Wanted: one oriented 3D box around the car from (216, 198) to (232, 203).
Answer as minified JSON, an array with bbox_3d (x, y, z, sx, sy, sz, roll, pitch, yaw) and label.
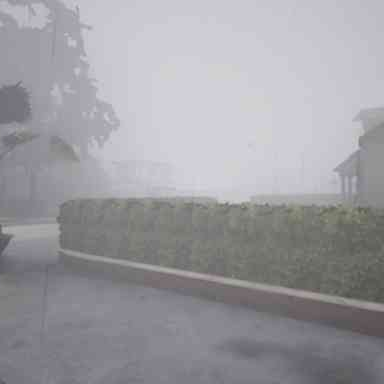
[{"bbox_3d":[3.174,1.471,39.299,1.837,1.490,4.892,0,1,35],"label":"car"}]
